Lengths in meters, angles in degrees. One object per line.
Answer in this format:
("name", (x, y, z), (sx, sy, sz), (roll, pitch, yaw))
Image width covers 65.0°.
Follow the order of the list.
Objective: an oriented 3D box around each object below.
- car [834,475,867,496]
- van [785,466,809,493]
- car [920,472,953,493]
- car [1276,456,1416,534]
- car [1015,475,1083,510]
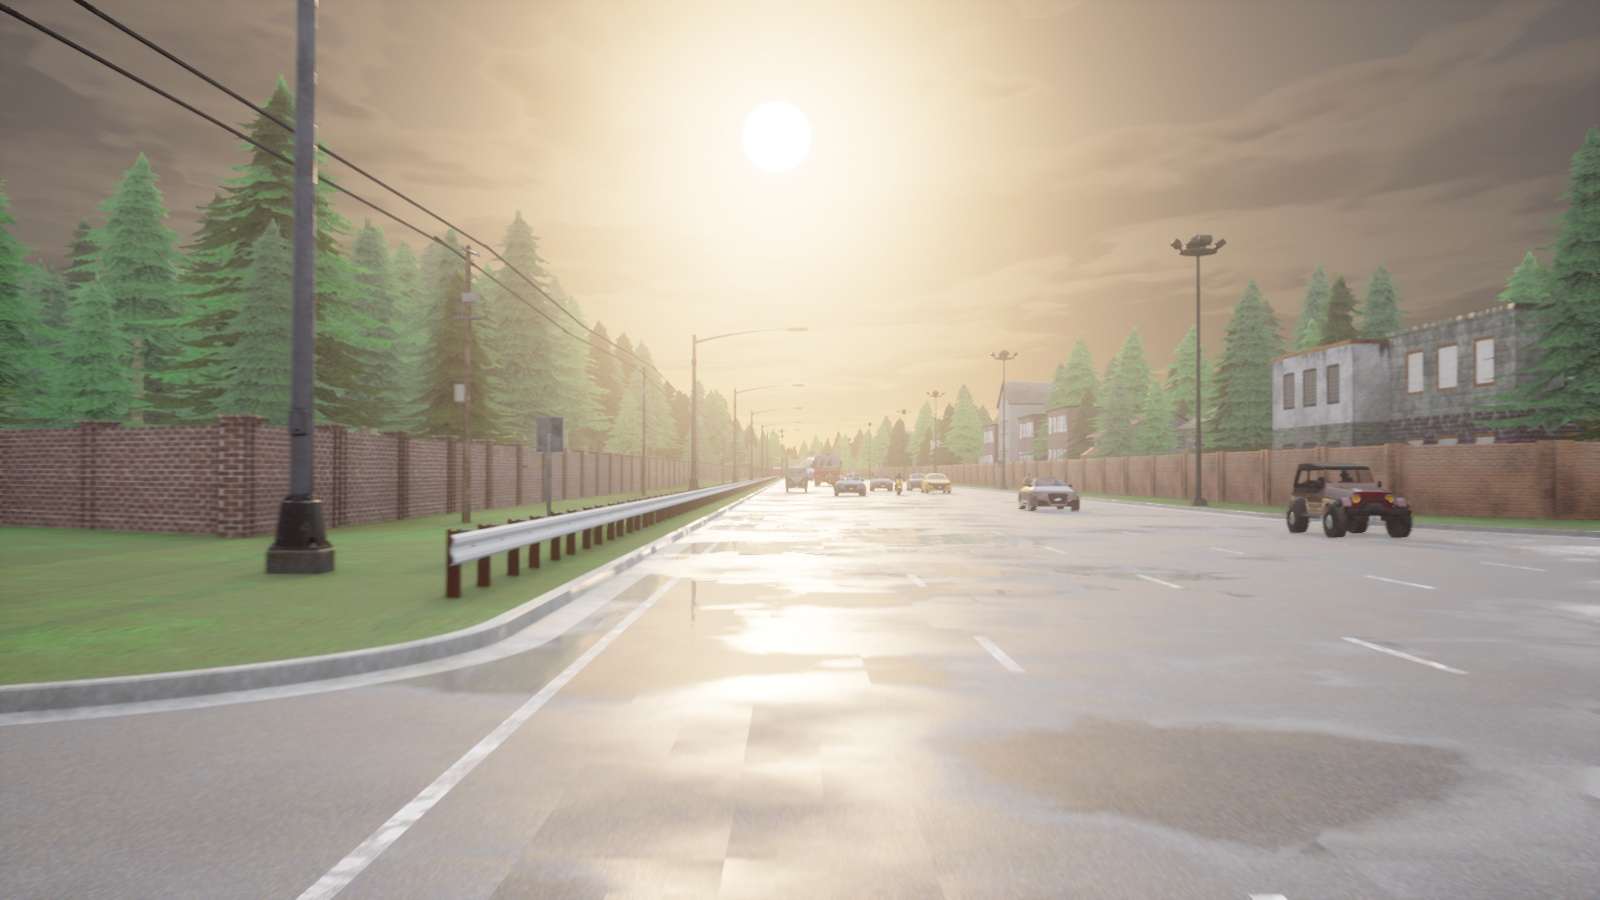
("car", (3.295, 2.331, 83.199), (1.994, 1.385, 4.181), (0, -1, 0))
("van", (-0.242, 2.289, 97.696), (1.775, 1.987, 4.442), (0, -1, 0))
("car", (10.266, 2.422, 94.844), (1.882, 1.535, 5.008), (0, -1, 0))
("car", (13.920, 1.124, 32.262), (1.905, 1.878, 3.866), (0, -1, 0))
("car", (10.371, 1.764, 52.587), (1.994, 1.385, 4.181), (0, -1, 0))
